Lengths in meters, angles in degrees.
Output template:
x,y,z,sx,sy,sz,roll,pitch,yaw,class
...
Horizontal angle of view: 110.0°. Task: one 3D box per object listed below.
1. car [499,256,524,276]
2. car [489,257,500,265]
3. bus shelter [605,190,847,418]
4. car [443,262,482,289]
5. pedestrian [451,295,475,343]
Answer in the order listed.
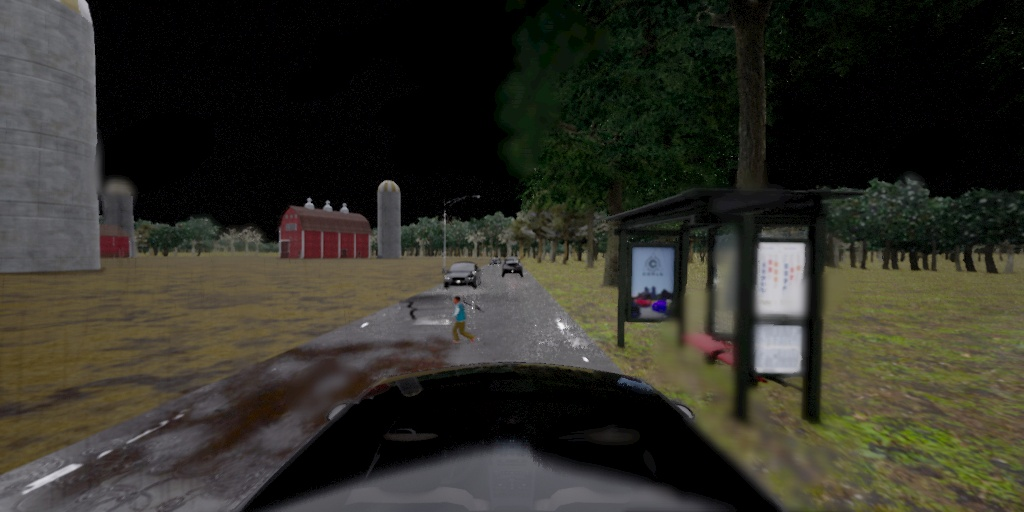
x,y,z,sx,sy,sz,roll,pitch,yaw,class
0.044,1.031,33.010,1.837,1.490,4.892,0,1,0,car
-2.904,0.925,62.893,1.994,1.385,4.181,0,0,0,car
3.119,0.590,6.344,1.920,2.740,3.880,0,0,0,bus shelter
-2.879,1.106,21.624,1.837,1.490,4.892,0,0,0,car
-1.137,1.377,7.890,0.500,1.100,0.500,-1,1,-5,pedestrian
